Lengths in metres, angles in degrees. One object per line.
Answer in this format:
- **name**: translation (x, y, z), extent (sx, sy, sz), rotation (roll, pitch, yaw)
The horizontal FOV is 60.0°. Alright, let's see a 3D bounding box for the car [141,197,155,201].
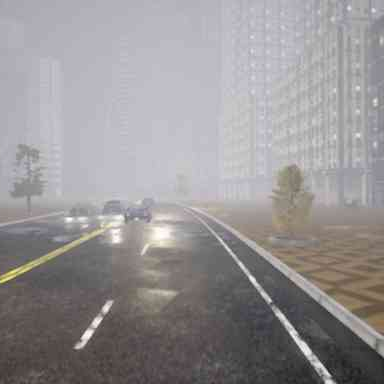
- **car**: translation (-6.441, 1.473, 48.870), extent (1.882, 1.535, 5.008), rotation (0, 0, -8)

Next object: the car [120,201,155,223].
- **car**: translation (-4.063, 1.612, 25.708), extent (1.895, 1.301, 4.718), rotation (-1, 0, -4)

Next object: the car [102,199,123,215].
- **car**: translation (-8.200, 1.517, 35.102), extent (1.882, 1.535, 5.008), rotation (-1, 0, -5)

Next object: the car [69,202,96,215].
- **car**: translation (-11.451, 1.710, 35.024), extent (1.895, 1.301, 4.718), rotation (-1, 0, -6)
